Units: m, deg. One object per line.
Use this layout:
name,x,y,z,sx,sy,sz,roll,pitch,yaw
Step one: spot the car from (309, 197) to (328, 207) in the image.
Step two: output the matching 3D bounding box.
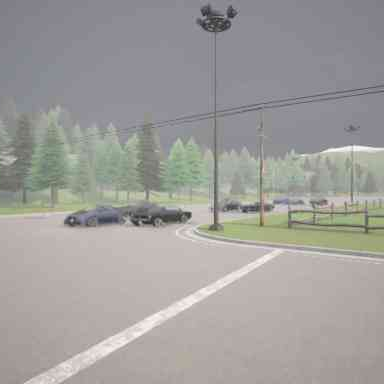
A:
car,20.222,1.477,53.165,1.882,1.535,5.008,0,0,37

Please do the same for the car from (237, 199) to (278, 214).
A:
car,6.985,1.601,35.253,1.895,1.301,4.718,0,0,36

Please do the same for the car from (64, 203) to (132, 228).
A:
car,-6.319,1.564,22.107,1.994,1.385,4.181,0,0,32

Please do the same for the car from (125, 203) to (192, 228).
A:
car,-2.013,1.601,22.410,1.895,1.301,4.718,0,0,33

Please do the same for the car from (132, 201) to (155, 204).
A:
car,-4.658,1.547,31.074,2.033,1.411,5.357,0,0,35

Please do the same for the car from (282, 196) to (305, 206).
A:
car,17.030,1.525,54.733,1.812,1.442,4.674,0,0,37

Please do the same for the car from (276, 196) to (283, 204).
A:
car,16.312,1.477,59.629,1.882,1.535,5.008,0,0,37

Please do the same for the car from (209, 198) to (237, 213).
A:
car,3.775,1.491,36.795,2.128,1.511,4.902,0,0,36

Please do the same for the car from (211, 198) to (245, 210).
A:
car,4.878,1.548,44.196,2.033,1.411,5.357,0,0,36
